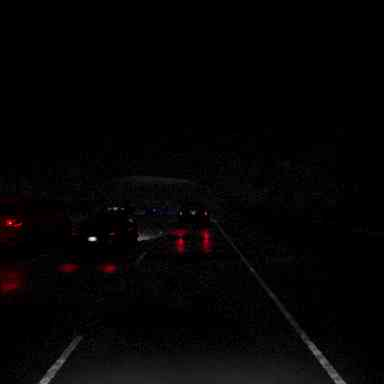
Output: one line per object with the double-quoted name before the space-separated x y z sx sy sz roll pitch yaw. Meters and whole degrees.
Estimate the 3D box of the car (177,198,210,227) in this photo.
"car" 0.099 1.377 23.144 2.097 1.767 4.553 0 0 0

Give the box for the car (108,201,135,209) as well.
"car" -6.902 1.583 32.681 2.033 1.411 5.357 0 0 0

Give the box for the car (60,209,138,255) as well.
"car" -3.400 1.579 13.366 1.994 1.385 4.181 0 0 0

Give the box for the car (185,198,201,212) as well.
"car" 0.097 1.547 40.129 1.837 1.490 4.892 0 0 0

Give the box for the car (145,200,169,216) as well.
"car" -3.403 1.513 32.810 1.882 1.535 5.008 0 0 0

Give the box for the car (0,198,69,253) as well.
"car" -6.912 1.237 13.911 2.150 2.045 5.566 0 0 0
